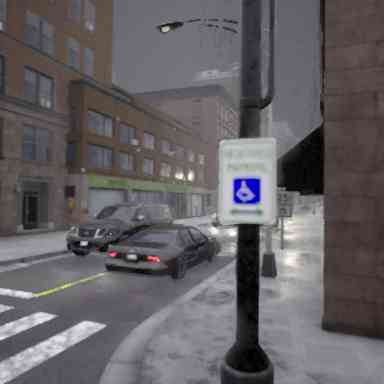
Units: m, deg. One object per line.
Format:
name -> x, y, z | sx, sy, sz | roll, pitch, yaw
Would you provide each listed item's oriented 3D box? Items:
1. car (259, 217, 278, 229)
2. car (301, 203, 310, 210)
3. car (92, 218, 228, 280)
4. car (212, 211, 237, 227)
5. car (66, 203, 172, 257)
car -> 5.997, 2.200, 27.607 | 2.128, 1.511, 4.902 | 0, -1, 22
car -> 30.272, 4.108, 89.030 | 1.895, 1.301, 4.718 | 0, -1, 22
car -> -0.627, 1.779, 10.849 | 2.033, 1.411, 5.357 | 0, -1, 22
car -> 3.336, 2.055, 29.292 | 2.097, 1.767, 4.553 | 0, -1, 22
car -> -2.699, 1.491, 14.039 | 2.150, 2.045, 5.566 | 0, -1, 22
